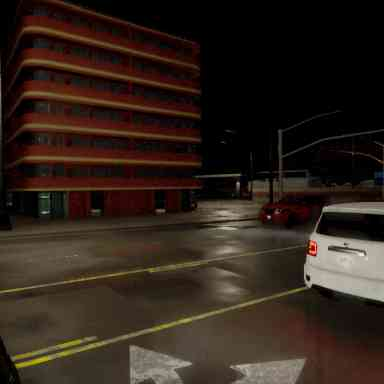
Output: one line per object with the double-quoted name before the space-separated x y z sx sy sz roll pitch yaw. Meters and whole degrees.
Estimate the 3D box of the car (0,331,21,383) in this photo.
"car" -3.680 1.222 1.126 5.566 2.045 2.150 0 0 -35

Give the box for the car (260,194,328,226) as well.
"car" 6.913 1.180 21.692 5.566 2.045 2.150 0 0 -35

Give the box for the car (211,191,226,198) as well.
"car" 7.375 0.671 89.318 4.611 1.667 2.242 -1 1 -35

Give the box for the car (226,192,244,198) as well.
"car" 11.343 0.818 85.094 3.806 1.475 1.970 -1 1 -35

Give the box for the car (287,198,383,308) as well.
"car" 4.761 1.218 7.127 5.566 2.045 2.150 0 0 -35

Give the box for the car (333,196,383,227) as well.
"car" 10.813 1.083 20.142 5.008 1.535 1.882 -1 0 -35
